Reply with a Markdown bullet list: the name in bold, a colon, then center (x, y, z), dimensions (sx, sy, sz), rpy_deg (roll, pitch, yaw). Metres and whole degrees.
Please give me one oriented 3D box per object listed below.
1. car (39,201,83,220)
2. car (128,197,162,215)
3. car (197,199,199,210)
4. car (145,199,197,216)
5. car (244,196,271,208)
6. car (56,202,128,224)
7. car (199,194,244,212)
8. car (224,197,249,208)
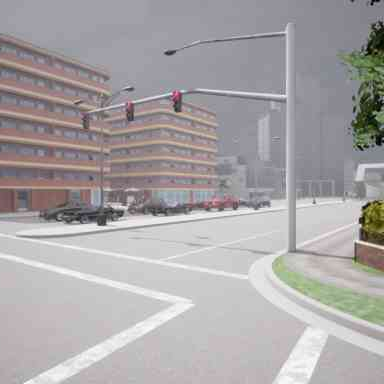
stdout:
- **car**: center (-9.967, 1.505, 27.238), dimensions (1.837, 1.490, 4.892), rpy_deg (0, 0, 36)
- **car**: center (-4.562, 1.352, 34.649), dimensions (2.097, 1.767, 4.553), rpy_deg (0, 0, 35)
- **car**: center (0.693, 1.601, 41.864), dimensions (1.895, 1.301, 4.718), rpy_deg (0, 0, 36)
- **car**: center (-1.952, 1.599, 32.299), dimensions (1.895, 1.301, 4.718), rpy_deg (0, 0, 36)
- **car**: center (9.680, 1.352, 48.206), dimensions (2.097, 1.767, 4.553), rpy_deg (0, 0, 36)
- **car**: center (-7.364, 1.601, 24.903), dimensions (1.895, 1.301, 4.718), rpy_deg (0, 0, 33)
- **car**: center (3.625, 1.221, 39.942), dimensions (2.150, 2.045, 5.566), rpy_deg (0, 0, 36)
- **car**: center (6.746, 1.526, 50.123), dimensions (1.812, 1.442, 4.674), rpy_deg (0, 0, 36)
